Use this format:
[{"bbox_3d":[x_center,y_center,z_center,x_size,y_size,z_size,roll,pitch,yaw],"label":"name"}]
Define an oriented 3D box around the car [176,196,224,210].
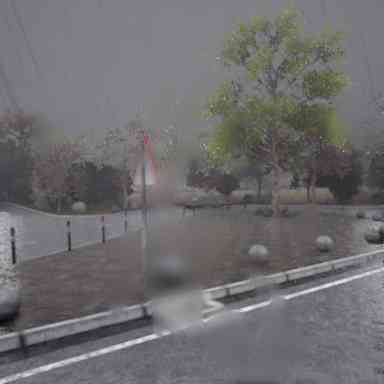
[{"bbox_3d":[0.922,1.195,36.251,5.357,1.411,2.033,-1,1,-32],"label":"car"}]
